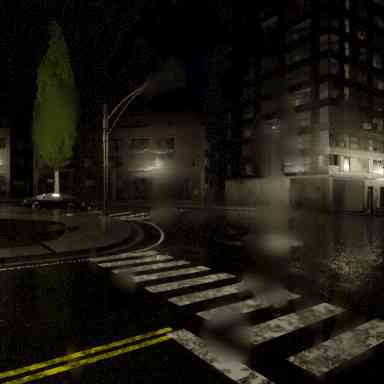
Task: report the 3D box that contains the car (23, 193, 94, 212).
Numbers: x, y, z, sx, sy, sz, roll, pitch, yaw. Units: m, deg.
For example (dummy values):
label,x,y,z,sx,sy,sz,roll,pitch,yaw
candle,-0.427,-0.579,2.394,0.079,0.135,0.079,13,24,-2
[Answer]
label,x,y,z,sx,sy,sz,roll,pitch,yaw
car,-10.548,0.787,26.294,5.357,1.411,2.033,1,0,11
